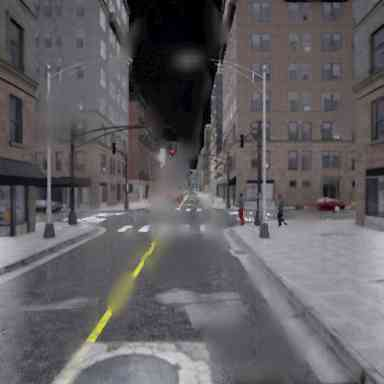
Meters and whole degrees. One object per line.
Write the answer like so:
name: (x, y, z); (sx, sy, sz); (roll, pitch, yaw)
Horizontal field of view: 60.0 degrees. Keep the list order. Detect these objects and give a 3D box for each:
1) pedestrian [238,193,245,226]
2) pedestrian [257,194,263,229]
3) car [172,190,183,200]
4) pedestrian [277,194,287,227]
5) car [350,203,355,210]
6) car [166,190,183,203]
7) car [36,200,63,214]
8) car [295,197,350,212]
pedestrian: (2.727, 0.970, 18.353); (0.375, 1.860, 0.375); (0, 0, 0)
pedestrian: (3.581, 0.983, 17.153); (0.375, 1.860, 0.375); (0, 0, 0)
car: (-3.005, 0.517, 70.636); (2.150, 2.045, 5.566); (0, 1, 0)
pedestrian: (4.733, 0.946, 17.753); (0.375, 1.860, 0.375); (0, 0, 0)
car: (17.458, 1.080, 31.588); (4.829, 1.417, 1.752); (-1, 1, 0)
car: (-3.069, 0.695, 54.784); (2.150, 2.045, 5.566); (0, 0, 0)
car: (-14.627, 1.417, 31.818); (4.403, 1.369, 2.008); (-1, 1, 0)
car: (12.136, 1.150, 31.627); (4.507, 1.381, 1.887); (-1, 1, 0)
